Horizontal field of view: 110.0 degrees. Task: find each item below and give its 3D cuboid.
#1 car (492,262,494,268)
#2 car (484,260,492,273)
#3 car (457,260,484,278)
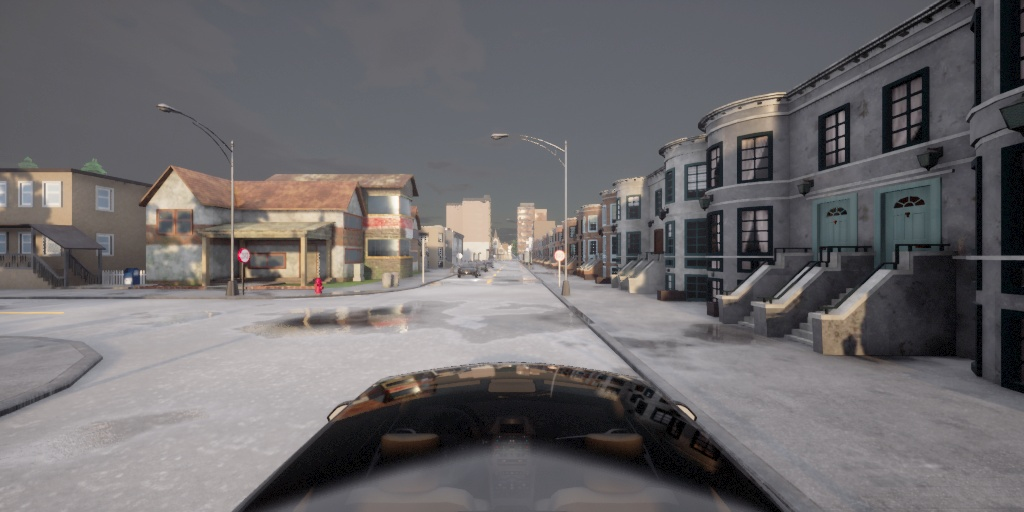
[{"bbox_3d":[-3.892,1.297,56.481,2.033,1.411,5.357,0,0,1],"label":"car"},{"bbox_3d":[-3.975,1.241,44.585,2.128,1.511,4.902,0,0,0],"label":"car"},{"bbox_3d":[-4.015,1.255,34.195,1.837,1.490,4.892,0,0,0],"label":"car"}]
